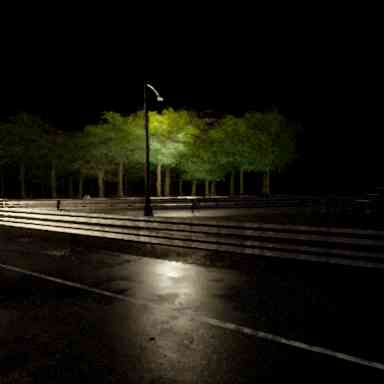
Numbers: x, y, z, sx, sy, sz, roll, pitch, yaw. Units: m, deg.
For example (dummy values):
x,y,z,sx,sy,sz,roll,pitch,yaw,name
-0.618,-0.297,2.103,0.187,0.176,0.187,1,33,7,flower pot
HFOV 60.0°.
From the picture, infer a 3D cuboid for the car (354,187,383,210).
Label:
x,y,z,sx,sy,sz,roll,pitch,yaw,name
18.132,0.536,30.963,5.566,2.045,2.150,-1,0,-6,car
